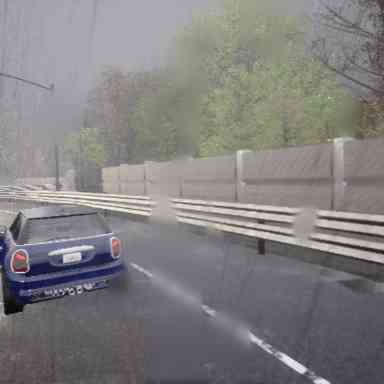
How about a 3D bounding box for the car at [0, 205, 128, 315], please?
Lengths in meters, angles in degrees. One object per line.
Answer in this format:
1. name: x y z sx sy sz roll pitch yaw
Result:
1. car: -3.126 1.085 7.477 2.097 1.767 4.553 -4 3 -31
